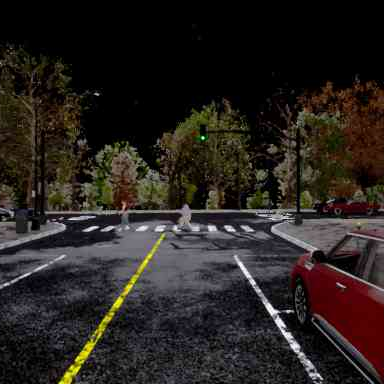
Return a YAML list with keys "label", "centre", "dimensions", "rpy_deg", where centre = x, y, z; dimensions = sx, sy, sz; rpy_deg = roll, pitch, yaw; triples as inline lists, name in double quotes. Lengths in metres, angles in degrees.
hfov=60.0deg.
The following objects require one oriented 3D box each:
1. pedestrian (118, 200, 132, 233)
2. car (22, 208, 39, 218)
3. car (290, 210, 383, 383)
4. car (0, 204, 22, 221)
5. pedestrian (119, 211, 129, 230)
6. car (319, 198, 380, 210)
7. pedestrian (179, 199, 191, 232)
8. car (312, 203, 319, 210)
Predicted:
- label: "pedestrian"
  centre: [-3.673, 1.297, 18.258]
  dimensions: [0.375, 1.860, 0.375]
  rpy_deg: [1, -1, 0]
- label: "car"
  centre: [-16.103, 1.733, 29.205]
  dimensions: [4.718, 1.301, 1.895]
  rpy_deg: [-1, -1, 1]
- label: "car"
  centre: [2.720, 1.316, 3.837]
  dimensions: [2.192, 1.841, 5.009]
  rpy_deg: [1, 0, 0]
- label: "car"
  centre: [-16.429, 1.583, 25.951]
  dimensions: [4.902, 1.511, 2.128]
  rpy_deg: [-1, -1, 2]
- label: "pedestrian"
  centre: [-3.965, 1.662, 19.453]
  dimensions: [0.500, 1.100, 0.500]
  rpy_deg: [1, -1, 0]
- label: "car"
  centre: [15.183, 1.459, 31.897]
  dimensions: [4.718, 1.301, 1.895]
  rpy_deg: [-1, -1, 1]
- label: "pedestrian"
  centre: [-0.392, 1.296, 18.853]
  dimensions: [0.375, 1.860, 0.375]
  rpy_deg: [1, -1, 0]
- label: "car"
  centre: [15.249, 1.406, 35.151]
  dimensions: [4.892, 1.490, 1.837]
  rpy_deg: [-1, -1, 1]
